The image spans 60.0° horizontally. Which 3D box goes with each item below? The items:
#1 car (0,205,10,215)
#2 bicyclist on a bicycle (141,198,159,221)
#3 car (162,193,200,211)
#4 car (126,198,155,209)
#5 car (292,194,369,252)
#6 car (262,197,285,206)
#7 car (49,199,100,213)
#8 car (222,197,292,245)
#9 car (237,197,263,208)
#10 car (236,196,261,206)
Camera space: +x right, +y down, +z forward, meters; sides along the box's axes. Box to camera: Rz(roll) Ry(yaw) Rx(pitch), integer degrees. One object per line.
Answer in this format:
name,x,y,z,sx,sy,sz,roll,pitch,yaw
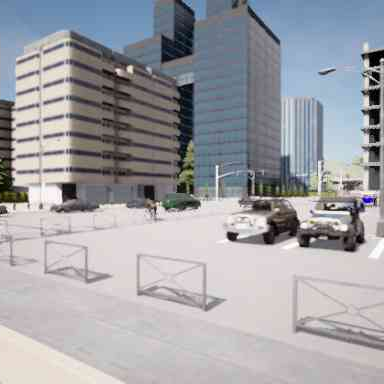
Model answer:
car,-18.053,1.478,27.356,2.033,1.411,5.357,0,0,34
bicyclist on a bicycle,-3.016,1.264,23.769,1.656,1.620,0.582,0,0,34
car,-1.208,1.165,39.540,2.150,2.045,5.566,0,0,34
car,-6.794,1.492,44.097,1.994,1.385,4.181,0,0,35
car,5.581,1.148,13.143,1.905,1.878,3.866,0,0,34
car,13.583,1.495,55.308,2.033,1.411,5.357,0,0,34
car,-12.433,1.477,35.732,2.033,1.411,5.357,0,0,34
car,3.213,1.139,14.809,1.932,1.855,4.605,0,0,34
car,8.356,1.451,47.516,1.837,1.490,4.892,0,-1,34
car,9.536,1.488,55.560,2.033,1.411,5.357,0,0,34
